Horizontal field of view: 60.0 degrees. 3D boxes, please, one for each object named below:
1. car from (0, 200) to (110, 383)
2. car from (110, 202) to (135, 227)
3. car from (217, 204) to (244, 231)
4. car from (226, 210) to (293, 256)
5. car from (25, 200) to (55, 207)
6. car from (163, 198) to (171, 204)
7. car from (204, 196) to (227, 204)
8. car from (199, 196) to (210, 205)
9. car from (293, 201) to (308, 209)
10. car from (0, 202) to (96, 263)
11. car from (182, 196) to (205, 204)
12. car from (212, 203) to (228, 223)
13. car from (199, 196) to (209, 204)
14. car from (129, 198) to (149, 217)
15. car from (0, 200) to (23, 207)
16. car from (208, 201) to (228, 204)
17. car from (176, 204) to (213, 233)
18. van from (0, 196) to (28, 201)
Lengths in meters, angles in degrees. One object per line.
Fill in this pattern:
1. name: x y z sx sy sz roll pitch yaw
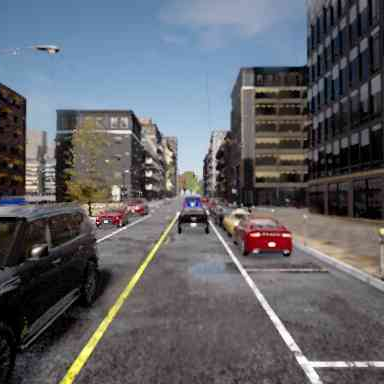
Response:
1. car: -3.104 1.260 5.185 2.150 2.045 5.566 0 0 0
2. car: -5.698 1.723 24.276 1.887 1.381 4.507 1 0 0
3. car: 2.688 1.666 19.033 1.752 1.417 4.829 1 0 0
4. car: 2.692 1.644 13.424 1.887 1.381 4.507 1 0 0
5. car: -26.313 1.995 57.802 4.313 1.339 1.947 0 -2 0
6. car: -5.867 2.135 78.879 2.008 1.369 4.403 1 0 0
7. car: 2.751 1.574 35.179 2.192 1.841 5.009 1 0 0
8. car: 2.774 1.858 73.252 2.192 1.841 5.009 1 0 0
9. car: 17.240 1.934 49.551 4.206 1.307 1.802 0 -2 0
10. car: -5.684 1.414 13.387 2.192 1.841 5.009 1 0 0
11. car: 0.068 1.486 36.830 2.150 2.045 5.566 0 -1 0
12. car: 2.682 1.745 24.303 1.947 1.339 4.313 1 0 0
13. car: 2.761 1.900 78.953 2.192 1.841 5.009 1 0 0
14. car: -5.776 1.574 35.166 2.192 1.841 5.009 1 0 0
15. car: -31.944 1.995 57.785 4.206 1.307 1.802 0 -2 0
16. car: 2.678 1.785 29.742 1.947 1.339 4.313 1 0 0
17. car: 0.082 1.653 20.793 1.837 1.490 4.892 0 -2 0
18. van: -26.287 1.554 49.431 3.998 1.788 1.690 0 -2 0
